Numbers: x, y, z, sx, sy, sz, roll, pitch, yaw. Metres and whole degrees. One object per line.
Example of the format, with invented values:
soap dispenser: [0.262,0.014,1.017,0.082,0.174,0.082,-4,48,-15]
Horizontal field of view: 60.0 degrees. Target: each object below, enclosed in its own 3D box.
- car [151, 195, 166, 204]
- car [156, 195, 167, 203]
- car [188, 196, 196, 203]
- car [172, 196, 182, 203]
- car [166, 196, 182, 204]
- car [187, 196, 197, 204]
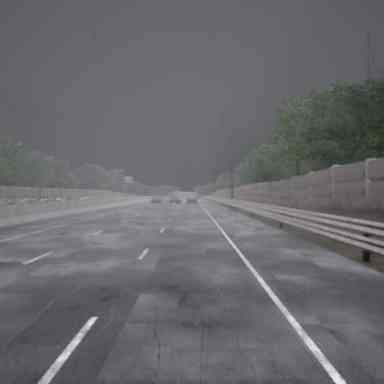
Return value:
car: [-7.001,1.544,66.833,2.097,1.767,4.553,0,0,0]
car: [-7.003,1.492,76.835,2.097,1.767,4.553,0,0,0]
car: [-0.003,1.641,77.697,1.882,1.535,5.008,0,0,0]
car: [-3.503,1.715,77.697,1.994,1.385,4.181,0,0,0]
car: [-3.501,1.548,67.633,2.097,1.767,4.553,0,0,0]
car: [-0.001,1.549,67.666,2.097,1.767,4.553,0,0,0]
